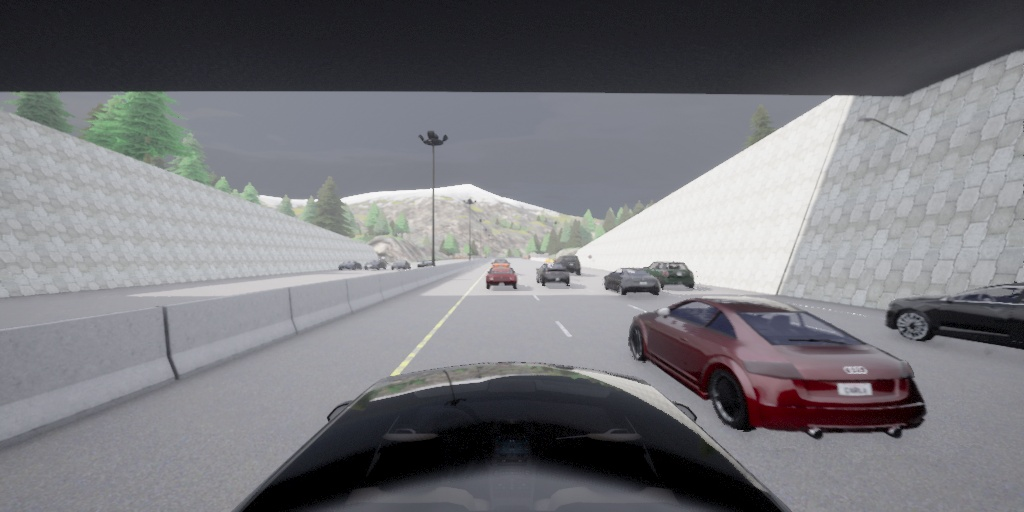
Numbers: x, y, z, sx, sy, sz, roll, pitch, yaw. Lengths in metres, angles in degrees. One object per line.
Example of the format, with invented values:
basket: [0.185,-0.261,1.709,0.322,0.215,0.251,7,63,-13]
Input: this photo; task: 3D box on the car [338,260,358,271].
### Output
car: [-22.697,1.317,50.351,1.994,1.385,4.181,0,0,-2]

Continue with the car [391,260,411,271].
car: [-15.710,1.286,50.929,1.812,1.442,4.674,0,0,-2]

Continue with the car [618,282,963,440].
car: [3.397,1.317,5.626,1.994,1.385,4.181,0,0,-2]

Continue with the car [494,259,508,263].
car: [-1.218,1.114,39.355,2.097,1.767,4.553,0,0,-2]

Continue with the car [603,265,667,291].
car: [6.432,1.324,19.717,1.994,1.385,4.181,0,0,-2]

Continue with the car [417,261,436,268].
car: [-12.216,1.361,51.234,1.895,1.301,4.718,0,0,-2]

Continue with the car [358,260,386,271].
car: [-19.198,1.247,50.405,2.128,1.511,4.902,0,0,-2]

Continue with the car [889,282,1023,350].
car: [10.356,1.247,6.985,2.128,1.511,4.902,0,0,-2]

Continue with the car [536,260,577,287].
car: [2.764,1.251,24.803,2.128,1.511,4.902,0,0,-2]

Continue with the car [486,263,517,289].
car: [-0.689,1.357,23.324,1.895,1.301,4.718,0,0,-2]

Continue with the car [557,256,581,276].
car: [5.827,0.987,38.158,2.150,2.045,5.566,0,0,-2]

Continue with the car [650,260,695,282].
car: [9.818,1.114,23.318,2.097,1.767,4.553,0,0,-2]
